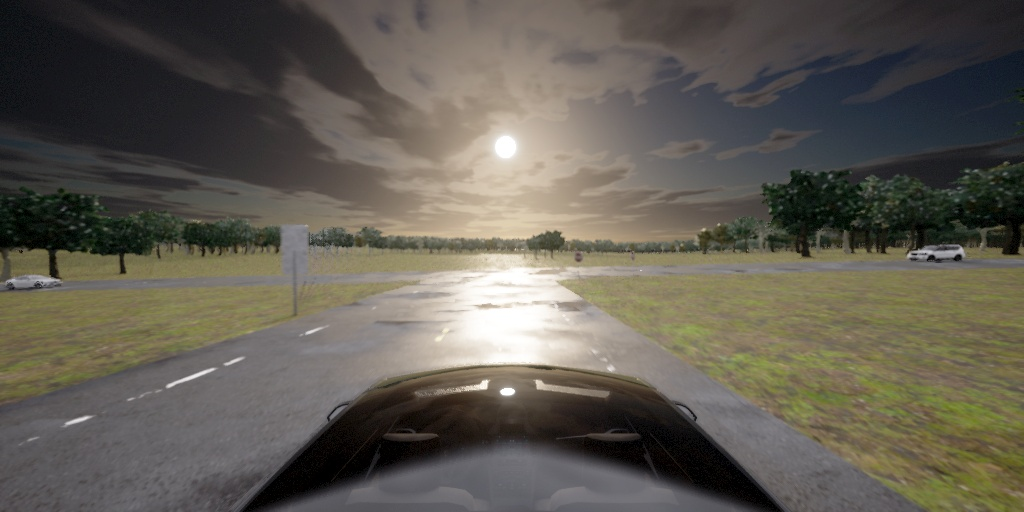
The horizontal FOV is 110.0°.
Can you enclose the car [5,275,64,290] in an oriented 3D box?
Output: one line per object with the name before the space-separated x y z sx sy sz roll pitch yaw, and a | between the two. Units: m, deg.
car | -50.503 2.726 37.886 4.674 1.442 1.812 -2 2 0
